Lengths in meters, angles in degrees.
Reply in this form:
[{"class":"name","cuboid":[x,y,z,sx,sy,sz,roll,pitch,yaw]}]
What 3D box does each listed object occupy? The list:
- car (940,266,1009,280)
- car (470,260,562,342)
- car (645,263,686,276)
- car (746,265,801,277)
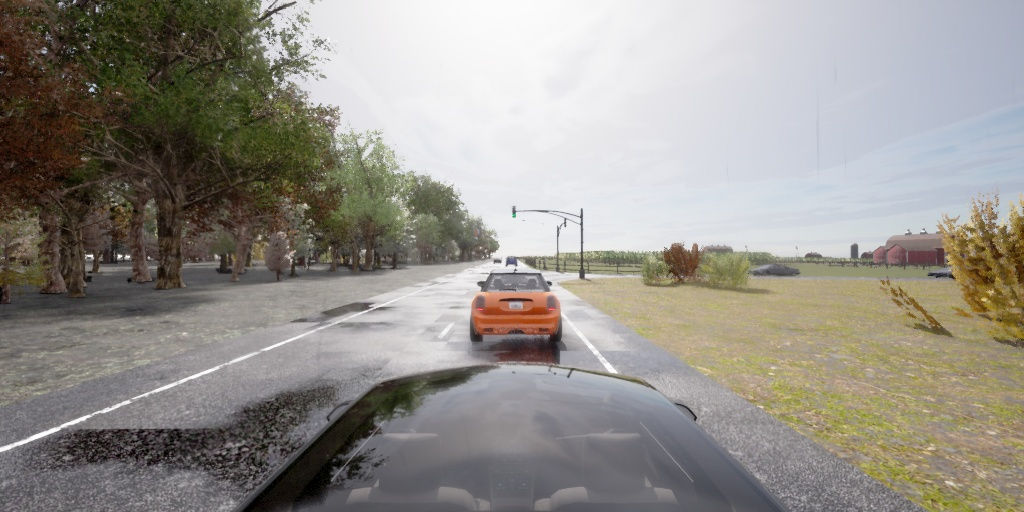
[{"class":"car","cuboid":[48.898,1.772,37.610,4.902,1.511,2.128,1,-1,1]},{"class":"car","cuboid":[0.083,1.104,9.954,2.097,1.767,4.553,0,0,0]},{"class":"car","cuboid":[17.908,1.495,41.326,4.902,1.511,2.128,1,-1,1]},{"class":"car","cuboid":[30.016,1.683,41.279,5.357,1.411,2.033,1,-1,0]}]
